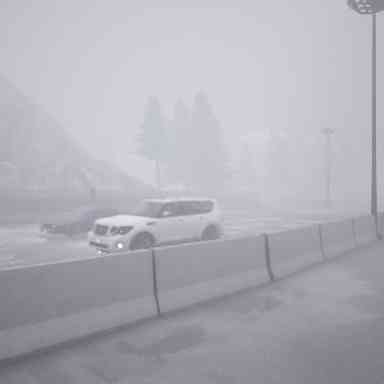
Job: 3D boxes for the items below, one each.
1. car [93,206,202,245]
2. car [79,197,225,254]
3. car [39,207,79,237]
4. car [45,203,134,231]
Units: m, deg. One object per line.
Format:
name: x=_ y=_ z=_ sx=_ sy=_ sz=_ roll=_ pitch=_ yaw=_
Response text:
car: x=-2.030 y=1.547 z=16.684 sx=2.033 sy=1.411 sz=5.357 roll=0 pitch=0 yaw=44
car: x=-1.078 y=1.223 z=12.675 sx=2.150 sy=2.045 sz=5.566 roll=0 pitch=0 yaw=45
car: x=-5.356 y=1.547 z=18.262 sx=2.033 sy=1.411 sz=5.357 roll=0 pitch=0 yaw=44
car: x=-6.609 y=1.547 z=22.021 sx=2.033 sy=1.411 sz=5.357 roll=0 pitch=0 yaw=43
